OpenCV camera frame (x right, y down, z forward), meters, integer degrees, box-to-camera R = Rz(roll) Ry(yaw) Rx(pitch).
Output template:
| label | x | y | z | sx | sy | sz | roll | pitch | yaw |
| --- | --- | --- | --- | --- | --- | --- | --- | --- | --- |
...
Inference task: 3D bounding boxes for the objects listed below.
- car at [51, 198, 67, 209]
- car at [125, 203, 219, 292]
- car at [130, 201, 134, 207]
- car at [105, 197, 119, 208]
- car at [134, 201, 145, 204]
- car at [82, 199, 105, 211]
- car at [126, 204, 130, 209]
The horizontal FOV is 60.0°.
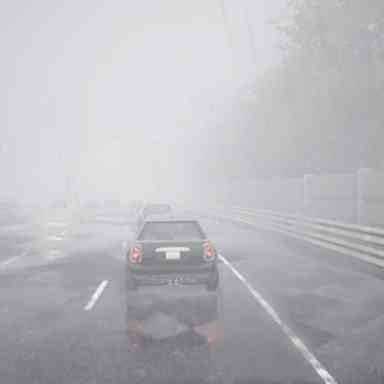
| label | x | y | z | sx | sy | sz | roll | pitch | yaw |
| --- | --- | --- | --- | --- | --- | --- | --- | --- | --- |
| car | -18.640 | 1.560 | 46.638 | 2.128 | 1.511 | 4.902 | 0 | 0 | -26 |
| car | -0.619 | 1.367 | 9.244 | 2.097 | 1.767 | 4.553 | 0 | 0 | -6 |
| car | -3.331 | 1.580 | 25.125 | 2.033 | 1.411 | 5.357 | 0 | 0 | -14 |
| car | -12.219 | 1.545 | 49.467 | 1.882 | 1.535 | 5.008 | 0 | 0 | -26 |
| car | -2.103 | 1.376 | 19.060 | 2.097 | 1.767 | 4.553 | 0 | 0 | -11 |
| car | -12.984 | 1.608 | 42.876 | 2.033 | 1.411 | 5.357 | 0 | 0 | -24 |
| car | -5.369 | 1.590 | 32.866 | 2.033 | 1.411 | 5.357 | 0 | 0 | -16 |
